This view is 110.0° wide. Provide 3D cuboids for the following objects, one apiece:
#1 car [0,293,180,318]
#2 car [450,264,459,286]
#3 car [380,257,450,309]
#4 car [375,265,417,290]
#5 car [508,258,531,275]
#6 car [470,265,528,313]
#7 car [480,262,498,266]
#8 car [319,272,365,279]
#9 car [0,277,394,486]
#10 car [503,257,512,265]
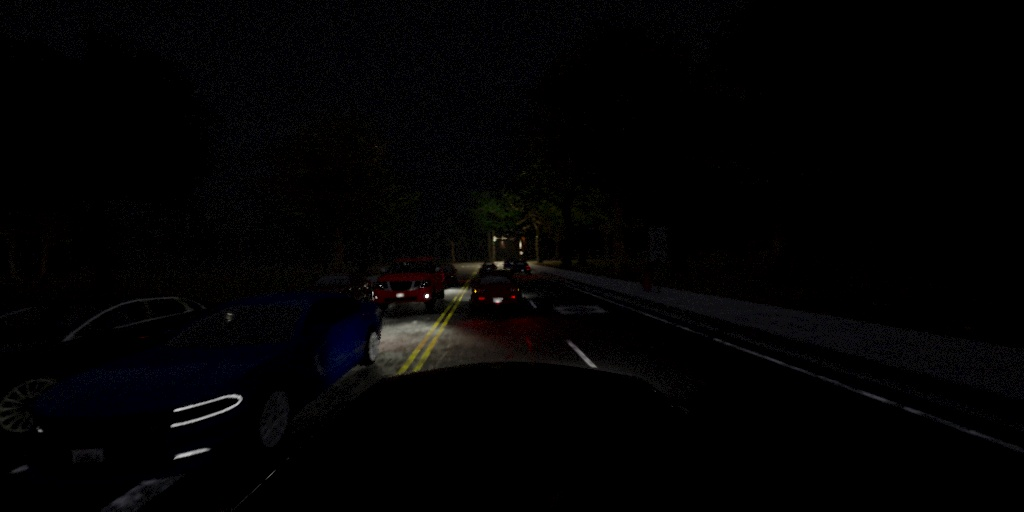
[{"bbox_3d":[-6.777,1.414,5.710,2.128,1.511,4.902,-1,0,-4],"label":"car"},{"bbox_3d":[-4.985,1.336,26.228,1.882,1.535,5.008,-1,0,-4],"label":"car"},{"bbox_3d":[-4.253,1.070,15.740,2.150,2.045,5.566,-1,0,-4],"label":"car"},{"bbox_3d":[-8.212,1.468,25.863,1.812,1.442,4.674,-1,0,-4],"label":"car"},{"bbox_3d":[0.868,1.216,37.398,1.812,1.442,4.674,-1,0,-4],"label":"car"},{"bbox_3d":[-0.642,1.282,14.098,1.812,1.442,4.674,-1,0,-4],"label":"car"},{"bbox_3d":[-2.555,1.338,40.016,1.994,1.385,4.181,-1,0,-4],"label":"car"},{"bbox_3d":[-7.487,1.458,15.575,1.812,1.442,4.674,-1,0,-4],"label":"car"},{"bbox_3d":[-3.497,1.315,5.341,1.882,1.535,5.008,-1,0,-3],"label":"car"},{"bbox_3d":[-0.139,1.035,51.261,2.097,1.767,4.553,-1,0,-4],"label":"car"}]
